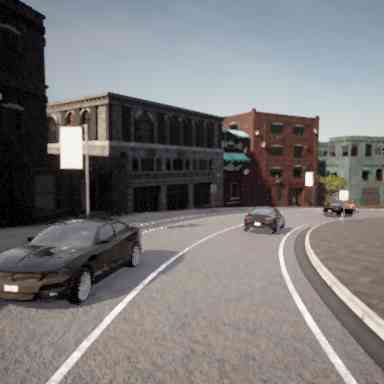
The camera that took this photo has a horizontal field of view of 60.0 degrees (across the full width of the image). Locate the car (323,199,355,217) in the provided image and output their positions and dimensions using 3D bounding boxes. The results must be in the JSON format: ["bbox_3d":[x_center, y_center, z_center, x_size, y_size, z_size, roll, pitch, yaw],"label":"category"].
[{"bbox_3d":[16.190,1.894,36.430,5.008,1.535,1.882,2,2,-43],"label":"car"}]

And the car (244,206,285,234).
[{"bbox_3d":[4.436,1.581,20.097,1.812,1.442,4.674,2,0,23],"label":"car"}]

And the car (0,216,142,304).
[{"bbox_3d":[-2.771,1.420,8.331,1.882,1.535,5.008,1,0,10],"label":"car"}]

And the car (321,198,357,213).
[{"bbox_3d":[19.265,1.733,43.513,4.553,1.767,2.097,2,3,-34],"label":"car"}]
